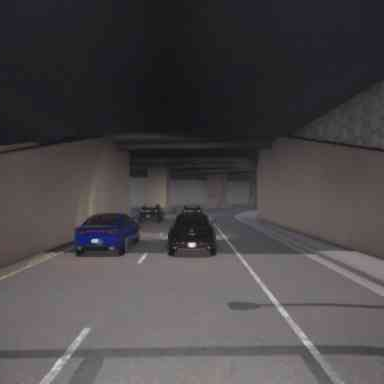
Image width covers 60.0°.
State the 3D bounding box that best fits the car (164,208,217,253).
[{"bbox_3d":[0.001,1.648,14.295,1.837,1.490,4.892,0,0,0],"label":"car"}]

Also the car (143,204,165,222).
[{"bbox_3d":[-3.479,1.778,29.283,2.128,1.511,4.902,0,0,1],"label":"car"}]

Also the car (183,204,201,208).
[{"bbox_3d":[0.020,1.779,29.280,2.128,1.511,4.902,0,0,1],"label":"car"}]

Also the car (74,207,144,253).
[{"bbox_3d":[-3.497,1.620,14.457,1.882,1.535,5.008,0,0,0],"label":"car"}]
